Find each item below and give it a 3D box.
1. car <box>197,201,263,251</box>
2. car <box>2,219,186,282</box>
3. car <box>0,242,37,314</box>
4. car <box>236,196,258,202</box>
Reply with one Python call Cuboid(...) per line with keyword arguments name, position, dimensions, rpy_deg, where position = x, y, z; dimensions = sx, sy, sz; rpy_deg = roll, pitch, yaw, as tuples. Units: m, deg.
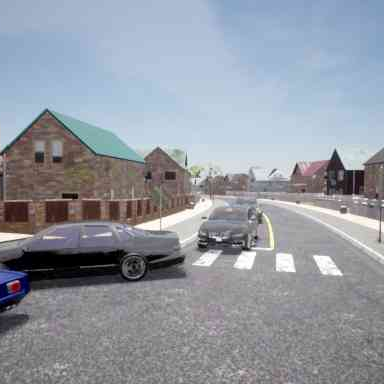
Cuboid(name="car", position=(1.605, 1.337, 13.515), dimensions=(1.837, 1.490, 4.892), rpy_deg=(1, 1, 17))
Cuboid(name="car", position=(-2.877, 1.434, 8.380), dimensions=(5.357, 1.411, 2.033), rpy_deg=(-1, 1, -14))
Cuboid(name="car", position=(-5.255, 1.585, 5.500), dimensions=(4.718, 1.301, 1.895), rpy_deg=(0, 1, 17))
Cuboid(name="car", position=(3.705, 1.115, 22.682), dimensions=(2.097, 1.767, 4.553), rpy_deg=(1, 1, 11))
